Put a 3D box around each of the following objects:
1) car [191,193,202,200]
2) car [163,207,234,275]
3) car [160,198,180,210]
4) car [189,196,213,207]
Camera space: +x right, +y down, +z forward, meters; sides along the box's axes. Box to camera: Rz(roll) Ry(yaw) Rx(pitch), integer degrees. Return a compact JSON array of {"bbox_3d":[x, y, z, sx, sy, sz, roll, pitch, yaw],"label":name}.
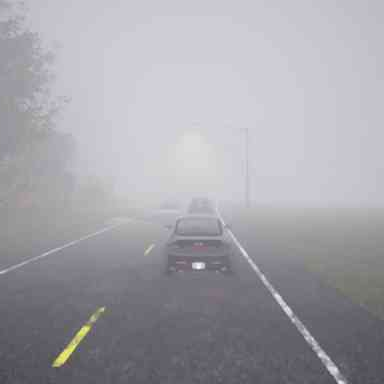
[{"bbox_3d":[1.085,1.013,78.763,2.128,1.511,4.902,0,0,7],"label":"car"},{"bbox_3d":[0.202,1.450,10.241,1.837,1.490,4.892,0,1,1],"label":"car"},{"bbox_3d":[-2.449,1.365,38.391,1.994,1.385,4.181,0,0,3],"label":"car"},{"bbox_3d":[0.831,1.190,30.354,2.097,1.767,4.553,0,0,3],"label":"car"}]
